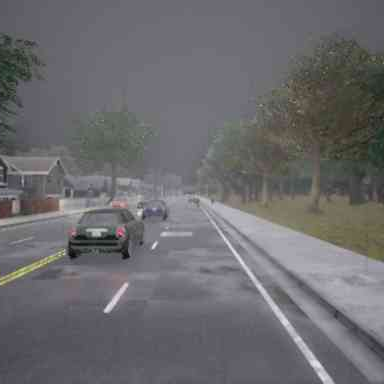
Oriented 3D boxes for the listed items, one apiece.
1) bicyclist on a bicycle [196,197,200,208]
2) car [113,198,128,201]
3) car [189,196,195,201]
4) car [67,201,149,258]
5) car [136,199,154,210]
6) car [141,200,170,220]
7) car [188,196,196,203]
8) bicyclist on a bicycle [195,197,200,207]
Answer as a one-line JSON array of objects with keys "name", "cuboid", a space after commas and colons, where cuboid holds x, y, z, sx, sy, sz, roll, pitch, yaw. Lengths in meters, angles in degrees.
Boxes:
[{"name": "bicyclist on a bicycle", "cuboid": [0.909, 1.667, 48.218, 0.582, 1.620, 1.656, 0, -1, 0]}, {"name": "car", "cuboid": [-9.816, 1.553, 45.284, 2.097, 1.767, 4.553, 0, 0, 0]}, {"name": "car", "cuboid": [0.028, 1.783, 92.997, 1.837, 1.490, 4.892, 0, 0, 0]}, {"name": "car", "cuboid": [-3.148, 1.411, 13.086, 2.097, 1.767, 4.553, 0, 0, 0]}, {"name": "car", "cuboid": [-6.564, 1.773, 46.996, 1.994, 1.385, 4.181, 0, 0, 0]}, {"name": "car", "cuboid": [-3.141, 1.485, 29.801, 2.097, 1.767, 4.553, 0, 0, 0]}, {"name": "car", "cuboid": [0.022, 1.874, 78.569, 1.812, 1.442, 4.674, 0, 0, 0]}, {"name": "bicyclist on a bicycle", "cuboid": [0.910, 1.692, 57.274, 0.866, 1.612, 1.509, 0, -2, 0]}]
